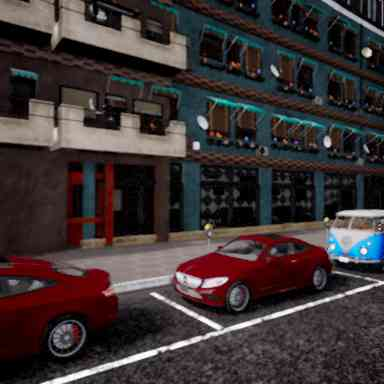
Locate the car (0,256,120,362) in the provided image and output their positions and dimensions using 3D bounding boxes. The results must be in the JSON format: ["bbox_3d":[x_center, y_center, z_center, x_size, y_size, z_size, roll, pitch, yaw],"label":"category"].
[{"bbox_3d":[-3.054,1.581,4.386,4.206,1.307,1.802,1,-1,-36],"label":"car"}]

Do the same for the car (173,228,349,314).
[{"bbox_3d":[1.553,1.650,7.676,4.206,1.307,1.802,1,-1,-36],"label":"car"}]

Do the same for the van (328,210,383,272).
[{"bbox_3d":[6.163,1.480,10.969,3.998,1.788,1.690,1,-1,-36],"label":"van"}]
